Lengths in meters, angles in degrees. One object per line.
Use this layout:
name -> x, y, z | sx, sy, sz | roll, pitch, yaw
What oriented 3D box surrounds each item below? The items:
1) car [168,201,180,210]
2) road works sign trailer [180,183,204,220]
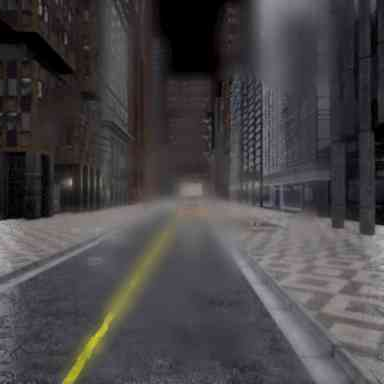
car -> -3.045, 2.335, 57.463 | 1.812, 1.442, 4.674 | 0, -1, 0
road works sign trailer -> 0.010, 0.929, 33.034 | 2.380, 3.560, 2.880 | 0, -1, 0
